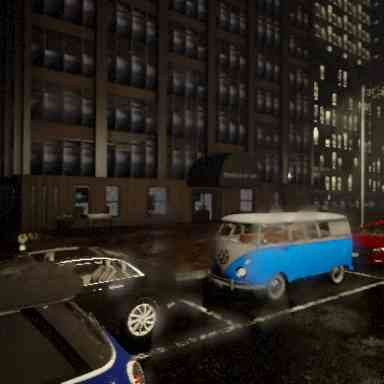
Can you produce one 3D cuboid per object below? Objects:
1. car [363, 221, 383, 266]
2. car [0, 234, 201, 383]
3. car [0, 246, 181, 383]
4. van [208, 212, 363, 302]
[{"bbox_3d":[6.763,1.670,11.377,4.507,1.381,1.887,1,-1,-35],"label":"car"},{"bbox_3d":[-2.233,1.561,4.970,4.403,1.369,2.008,1,-1,-35],"label":"car"},{"bbox_3d":[-2.465,1.340,1.621,4.553,1.767,2.097,1,0,-35],"label":"car"},{"bbox_3d":[2.266,1.409,8.175,3.998,1.788,1.690,1,-1,-35],"label":"van"}]
